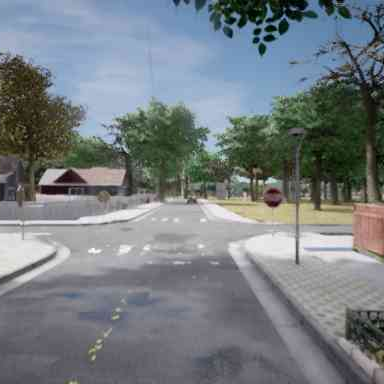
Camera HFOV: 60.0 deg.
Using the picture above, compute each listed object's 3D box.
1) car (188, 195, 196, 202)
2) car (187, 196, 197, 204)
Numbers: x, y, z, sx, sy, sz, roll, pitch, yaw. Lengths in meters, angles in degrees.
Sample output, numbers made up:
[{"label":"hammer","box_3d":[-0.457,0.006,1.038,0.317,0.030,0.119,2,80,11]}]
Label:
[{"label":"car","box_3d":[0.015,1.446,74.114,1.895,1.301,4.718,0,0,0]},{"label":"car","box_3d":[0.010,1.520,64.075,1.812,1.442,4.674,0,0,0]}]
